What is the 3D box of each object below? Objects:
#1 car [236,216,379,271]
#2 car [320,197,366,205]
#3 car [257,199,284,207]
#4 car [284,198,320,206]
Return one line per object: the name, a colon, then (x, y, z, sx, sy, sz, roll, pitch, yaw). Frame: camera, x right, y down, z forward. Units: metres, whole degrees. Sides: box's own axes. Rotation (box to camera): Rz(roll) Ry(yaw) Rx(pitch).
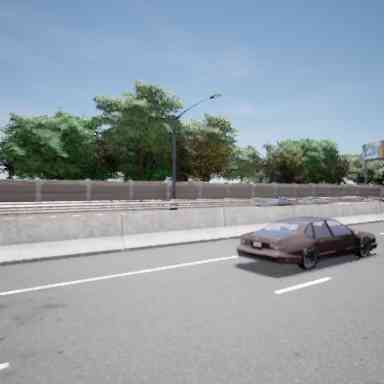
car: (3.891, 1.508, 10.813, 5.357, 1.411, 2.033, 0, 0, -35)
car: (14.673, 1.244, 31.647, 4.553, 1.767, 2.097, 0, 0, -35)
car: (9.486, 1.442, 36.548, 5.357, 1.411, 2.033, 0, 0, -35)
car: (12.101, 1.385, 34.109, 4.902, 1.511, 2.128, 0, 0, -35)
